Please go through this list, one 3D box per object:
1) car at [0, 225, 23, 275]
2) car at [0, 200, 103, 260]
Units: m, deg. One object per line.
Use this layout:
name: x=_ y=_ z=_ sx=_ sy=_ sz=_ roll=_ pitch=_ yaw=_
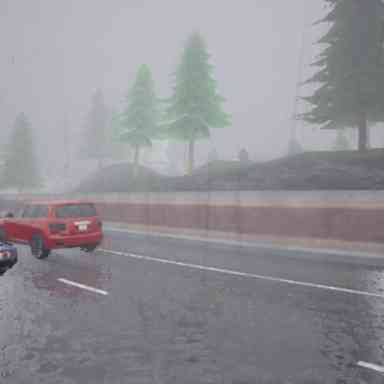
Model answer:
car: x=-6.971 y=1.700 z=9.664 sx=4.718 sy=1.301 sz=1.895 roll=-1 pitch=-1 yaw=40
car: x=-5.800 y=1.342 z=13.279 sx=5.566 sy=2.045 sz=2.150 roll=-1 pitch=0 yaw=41
